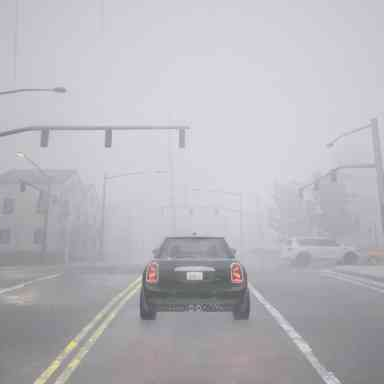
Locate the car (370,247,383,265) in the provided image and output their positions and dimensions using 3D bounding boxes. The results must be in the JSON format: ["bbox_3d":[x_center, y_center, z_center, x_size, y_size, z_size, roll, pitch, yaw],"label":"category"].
[{"bbox_3d":[16.458,5.362,28.066,5.008,1.535,1.882,0,-11,1],"label":"car"}]

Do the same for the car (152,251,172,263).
[{"bbox_3d":[-3.660,8.187,41.828,2.033,1.411,5.357,0,-11,0],"label":"car"}]

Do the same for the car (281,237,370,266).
[{"bbox_3d":[9.442,4.387,24.469,5.566,2.045,2.150,0,-11,2],"label":"car"}]

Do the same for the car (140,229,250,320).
[{"bbox_3d":[0.059,1.807,8.228,2.097,1.767,4.553,0,-7,0],"label":"car"}]
